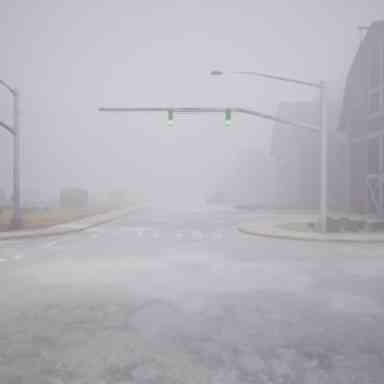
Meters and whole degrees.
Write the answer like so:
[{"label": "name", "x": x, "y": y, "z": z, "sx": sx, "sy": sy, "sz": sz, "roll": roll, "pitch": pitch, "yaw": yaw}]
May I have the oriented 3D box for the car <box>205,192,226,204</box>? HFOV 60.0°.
[{"label": "car", "x": 4.146, "y": 1.072, "z": 58.079, "sx": 1.905, "sy": 1.878, "sz": 3.866, "roll": -8, "pitch": 3, "yaw": -42}]
